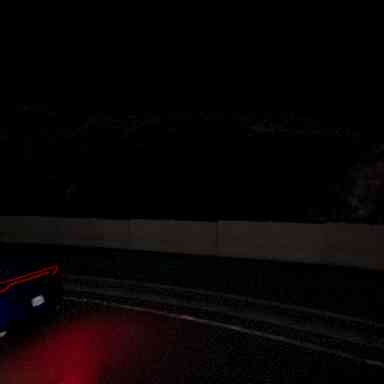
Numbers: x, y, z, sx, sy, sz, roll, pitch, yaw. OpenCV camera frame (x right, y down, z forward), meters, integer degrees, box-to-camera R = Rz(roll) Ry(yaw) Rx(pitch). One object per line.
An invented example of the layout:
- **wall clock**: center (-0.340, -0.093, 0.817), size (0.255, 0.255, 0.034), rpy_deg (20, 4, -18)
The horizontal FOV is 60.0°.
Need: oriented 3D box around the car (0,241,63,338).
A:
- **car**: center (-4.654, 1.443, 5.574), size (5.008, 1.535, 1.882), rpy_deg (0, 0, 16)
